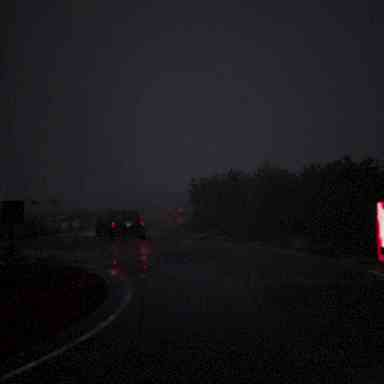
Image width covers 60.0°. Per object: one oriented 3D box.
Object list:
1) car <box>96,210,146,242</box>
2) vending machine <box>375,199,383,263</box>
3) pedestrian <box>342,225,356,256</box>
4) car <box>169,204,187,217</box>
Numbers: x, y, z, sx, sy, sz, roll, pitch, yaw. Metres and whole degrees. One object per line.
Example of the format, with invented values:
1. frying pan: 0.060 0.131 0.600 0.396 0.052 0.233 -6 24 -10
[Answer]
1. car: -4.278 1.820 19.543 2.097 1.767 4.553 0 -1 -26
2. vending machine: 6.821 1.274 10.884 1.100 2.100 0.880 -1 -1 -15
3. pedestrian: 5.829 1.418 12.389 0.375 1.860 0.375 -1 -1 -23
4. car: -1.672 2.266 41.370 1.812 1.442 4.674 -1 -1 6
